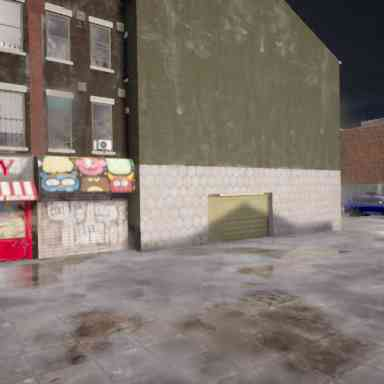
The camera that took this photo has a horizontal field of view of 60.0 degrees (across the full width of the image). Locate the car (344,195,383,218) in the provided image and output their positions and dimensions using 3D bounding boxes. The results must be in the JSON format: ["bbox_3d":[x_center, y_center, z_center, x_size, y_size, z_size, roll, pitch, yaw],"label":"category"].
[{"bbox_3d":[16.439,1.344,29.530,2.150,2.045,5.566,-1,0,-35],"label":"car"}]
